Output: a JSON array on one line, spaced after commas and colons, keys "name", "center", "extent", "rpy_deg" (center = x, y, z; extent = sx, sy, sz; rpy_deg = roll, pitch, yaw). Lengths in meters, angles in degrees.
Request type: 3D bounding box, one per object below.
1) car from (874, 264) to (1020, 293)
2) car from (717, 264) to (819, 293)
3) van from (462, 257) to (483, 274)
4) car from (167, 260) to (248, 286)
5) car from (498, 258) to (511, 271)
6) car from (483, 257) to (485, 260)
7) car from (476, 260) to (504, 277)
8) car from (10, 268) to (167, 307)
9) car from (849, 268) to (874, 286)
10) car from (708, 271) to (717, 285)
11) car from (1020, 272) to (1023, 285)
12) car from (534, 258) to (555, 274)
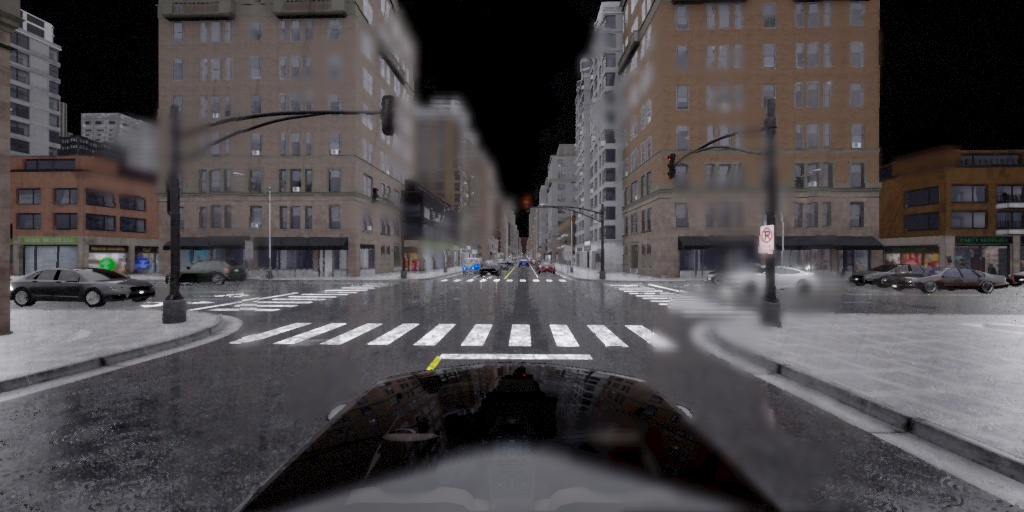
[{"name": "car", "center": [24.374, 1.325, 20.275], "extent": [5.357, 1.411, 2.033], "rpy_deg": [0, 0, 2]}, {"name": "car", "center": [14.787, 1.291, 20.556], "extent": [4.674, 1.442, 1.812], "rpy_deg": [0, 0, 3]}, {"name": "van", "center": [-4.671, 1.111, 41.175], "extent": [1.690, 1.789, 3.998], "rpy_deg": [0, 0, 2]}, {"name": "car", "center": [-21.090, 1.083, 24.858], "extent": [4.553, 1.767, 2.097], "rpy_deg": [0, 0, 2]}, {"name": "car", "center": [-1.576, 1.344, 50.715], "extent": [1.994, 1.385, 4.181], "rpy_deg": [0, 0, 2]}, {"name": "car", "center": [-4.479, 1.091, 46.695], "extent": [2.192, 1.841, 5.009], "rpy_deg": [0, 0, 2]}, {"name": "car", "center": [-2.111, 1.365, 35.855], "extent": [1.895, 1.301, 4.718], "rpy_deg": [0, 0, 2]}, {"name": "car", "center": [-17.632, 1.239, 14.806], "extent": [4.892, 1.490, 1.837], "rpy_deg": [0, 0, 2]}, {"name": "car", "center": [25.083, 1.283, 23.506], "extent": [4.892, 1.490, 1.837], "rpy_deg": [0, 0, 2]}, {"name": "car", "center": [15.666, 1.257, 23.783], "extent": [4.902, 1.511, 2.128], "rpy_deg": [0, 0, 2]}, {"name": "car", "center": [35.065, 1.360, 23.204], "extent": [4.181, 1.385, 1.994], "rpy_deg": [0, 0, 2]}, {"name": "car", "center": [3.850, 1.210, 40.883], "extent": [1.967, 1.591, 4.097], "rpy_deg": [0, 0, 2]}]
